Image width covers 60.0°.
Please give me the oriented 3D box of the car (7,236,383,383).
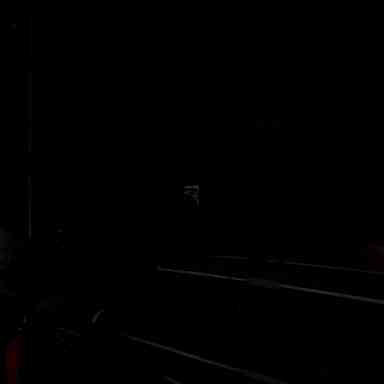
[{"bbox_3d":[0.573,1.315,2.666,5.009,1.841,2.192,0,0,35],"label":"car"}]
